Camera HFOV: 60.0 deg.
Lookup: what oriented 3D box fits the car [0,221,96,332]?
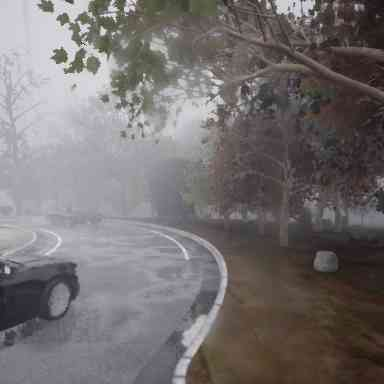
[{"bbox_3d":[-3.835,1.477,4.717,1.882,1.535,5.008,0,0,25],"label":"car"}]

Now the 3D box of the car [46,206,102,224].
[{"bbox_3d":[-8.020,1.601,22.281,1.895,1.301,4.718,0,0,-45],"label":"car"}]
